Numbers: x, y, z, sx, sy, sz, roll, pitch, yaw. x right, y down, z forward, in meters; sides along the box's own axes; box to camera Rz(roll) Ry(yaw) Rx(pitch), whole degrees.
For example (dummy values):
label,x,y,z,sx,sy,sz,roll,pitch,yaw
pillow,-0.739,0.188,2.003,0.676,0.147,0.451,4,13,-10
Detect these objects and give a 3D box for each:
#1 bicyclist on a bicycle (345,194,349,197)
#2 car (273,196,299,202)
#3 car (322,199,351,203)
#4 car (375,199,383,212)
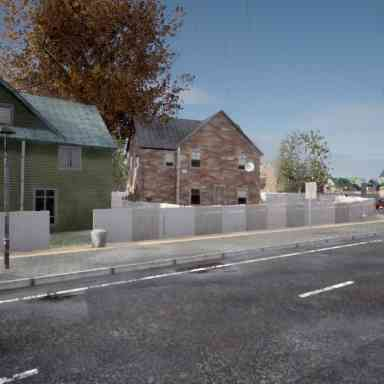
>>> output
label,x,y,z,sx,sy,sz,roll,pitch,yaw
bicyclist on a bicycle,20.169,1.036,43.373,1.656,1.620,0.582,1,0,-20
car,12.940,1.010,46.193,1.882,1.535,5.008,1,0,-20
car,16.255,1.190,36.867,1.837,1.490,4.892,1,1,-20
car,19.626,1.383,35.288,1.895,1.301,4.718,1,0,-18
